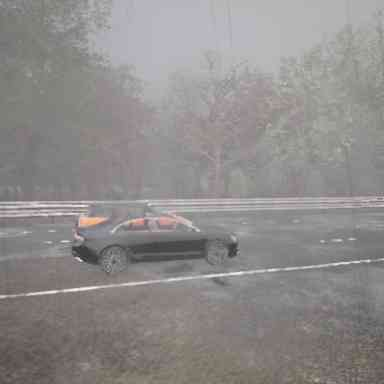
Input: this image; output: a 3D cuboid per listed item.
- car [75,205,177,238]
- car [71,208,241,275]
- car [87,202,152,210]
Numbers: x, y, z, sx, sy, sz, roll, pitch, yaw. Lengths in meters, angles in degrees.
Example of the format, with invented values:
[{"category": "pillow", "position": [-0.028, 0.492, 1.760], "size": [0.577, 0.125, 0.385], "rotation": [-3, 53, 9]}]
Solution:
[{"category": "car", "position": [-3.252, 1.364, 16.425], "size": [4.718, 1.301, 1.895], "rotation": [0, 1, -19]}, {"category": "car", "position": [-0.963, 1.368, 9.810], "size": [4.902, 1.511, 2.128], "rotation": [0, 1, -19]}, {"category": "car", "position": [-2.184, 1.176, 13.087], "size": [4.553, 1.767, 2.097], "rotation": [0, 1, -19]}]
